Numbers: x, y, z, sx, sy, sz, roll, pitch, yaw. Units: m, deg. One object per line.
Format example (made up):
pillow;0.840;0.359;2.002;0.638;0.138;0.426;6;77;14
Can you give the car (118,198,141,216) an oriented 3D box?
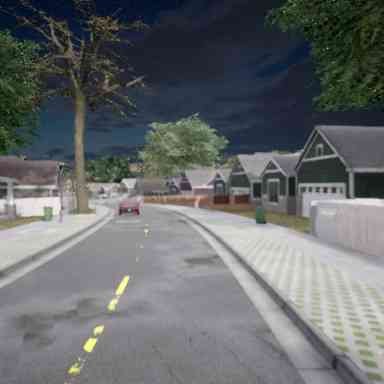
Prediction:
car;-6.002;1.363;31.875;1.882;1.535;5.008;0;0;-11
